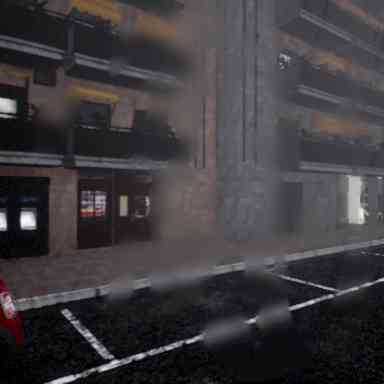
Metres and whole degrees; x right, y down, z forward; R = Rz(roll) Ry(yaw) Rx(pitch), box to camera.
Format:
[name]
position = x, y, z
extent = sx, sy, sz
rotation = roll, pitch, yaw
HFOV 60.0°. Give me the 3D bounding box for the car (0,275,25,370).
[car]
position = -4.174, 1.449, 3.555
extent = 4.097, 1.590, 1.967
rotation = 0, 0, -36
